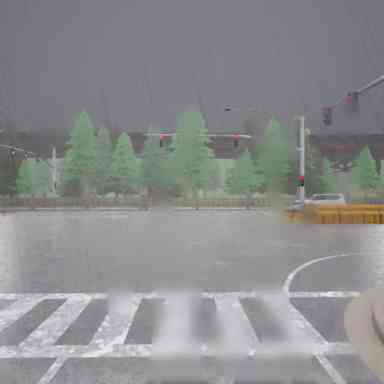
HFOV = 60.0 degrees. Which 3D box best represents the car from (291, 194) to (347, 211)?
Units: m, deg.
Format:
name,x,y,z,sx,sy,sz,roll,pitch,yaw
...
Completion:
name,x,y,z,sx,sy,sz,roll,pitch,yaw
car,13.535,1.217,35.445,5.566,2.045,2.150,0,0,-2
